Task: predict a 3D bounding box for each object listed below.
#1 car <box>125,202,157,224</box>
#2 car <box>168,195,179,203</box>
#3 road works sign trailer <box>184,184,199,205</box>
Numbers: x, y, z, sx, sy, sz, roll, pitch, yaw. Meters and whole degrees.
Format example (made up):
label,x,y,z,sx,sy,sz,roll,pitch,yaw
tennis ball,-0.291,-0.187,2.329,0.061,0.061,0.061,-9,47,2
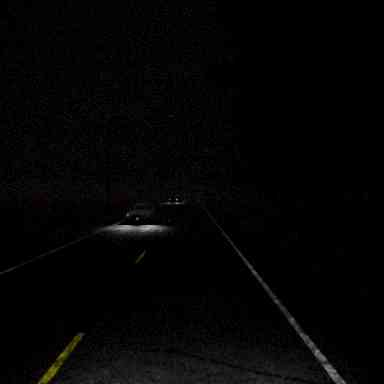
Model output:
label,x,y,z,sx,sy,sz,roll,pitch,yaw
car,-3.620,1.497,24.371,1.812,1.442,4.674,0,0,0
car,-3.569,1.307,65.224,1.837,1.490,4.892,0,1,0
road works sign trailer,-0.037,0.341,55.212,2.380,3.560,2.880,0,0,1
